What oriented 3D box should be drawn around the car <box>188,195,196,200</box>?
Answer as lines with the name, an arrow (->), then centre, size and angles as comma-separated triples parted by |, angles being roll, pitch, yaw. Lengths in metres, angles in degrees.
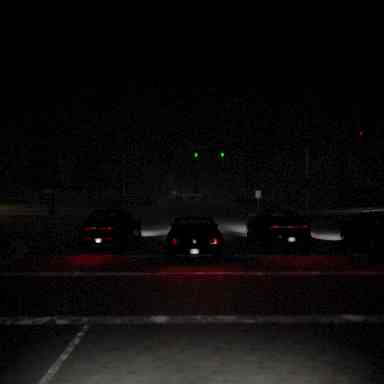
car -> -0.012, 1.491, 88.528 | 2.128, 1.511, 4.902 | 0, 0, 0

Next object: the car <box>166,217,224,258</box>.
car -> 0.092, 1.598, 12.824 | 1.895, 1.301, 4.718 | 0, 0, 0

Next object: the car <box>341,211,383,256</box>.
car -> 7.415, 1.502, 12.993 | 1.837, 1.490, 4.892 | -1, 0, 6

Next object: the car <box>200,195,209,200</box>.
car -> 3.488, 1.505, 88.528 | 2.033, 1.411, 5.357 | 0, 0, 0

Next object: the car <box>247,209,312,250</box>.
car -> 3.593, 1.487, 14.391 | 2.128, 1.511, 4.902 | 0, 0, 0

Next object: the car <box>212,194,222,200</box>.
car -> 6.988, 1.493, 88.946 | 1.812, 1.442, 4.674 | 0, 0, 0

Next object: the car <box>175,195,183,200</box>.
car -> -3.512, 1.505, 88.527 | 2.033, 1.411, 5.357 | 0, 0, 0

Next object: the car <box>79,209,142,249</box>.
car -> -3.407, 1.502, 14.514 | 1.837, 1.490, 4.892 | 0, 0, 0
